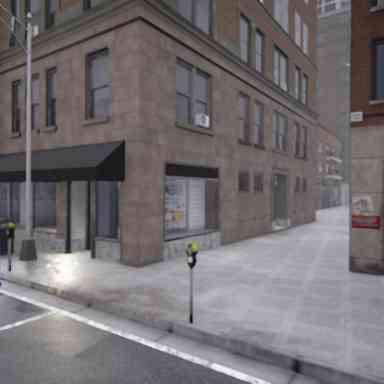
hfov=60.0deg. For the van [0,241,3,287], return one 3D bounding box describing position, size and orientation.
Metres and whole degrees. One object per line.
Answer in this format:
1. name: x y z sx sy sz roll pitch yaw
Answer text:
1. van: -5.685 1.298 7.039 3.998 1.788 1.690 0 0 35
